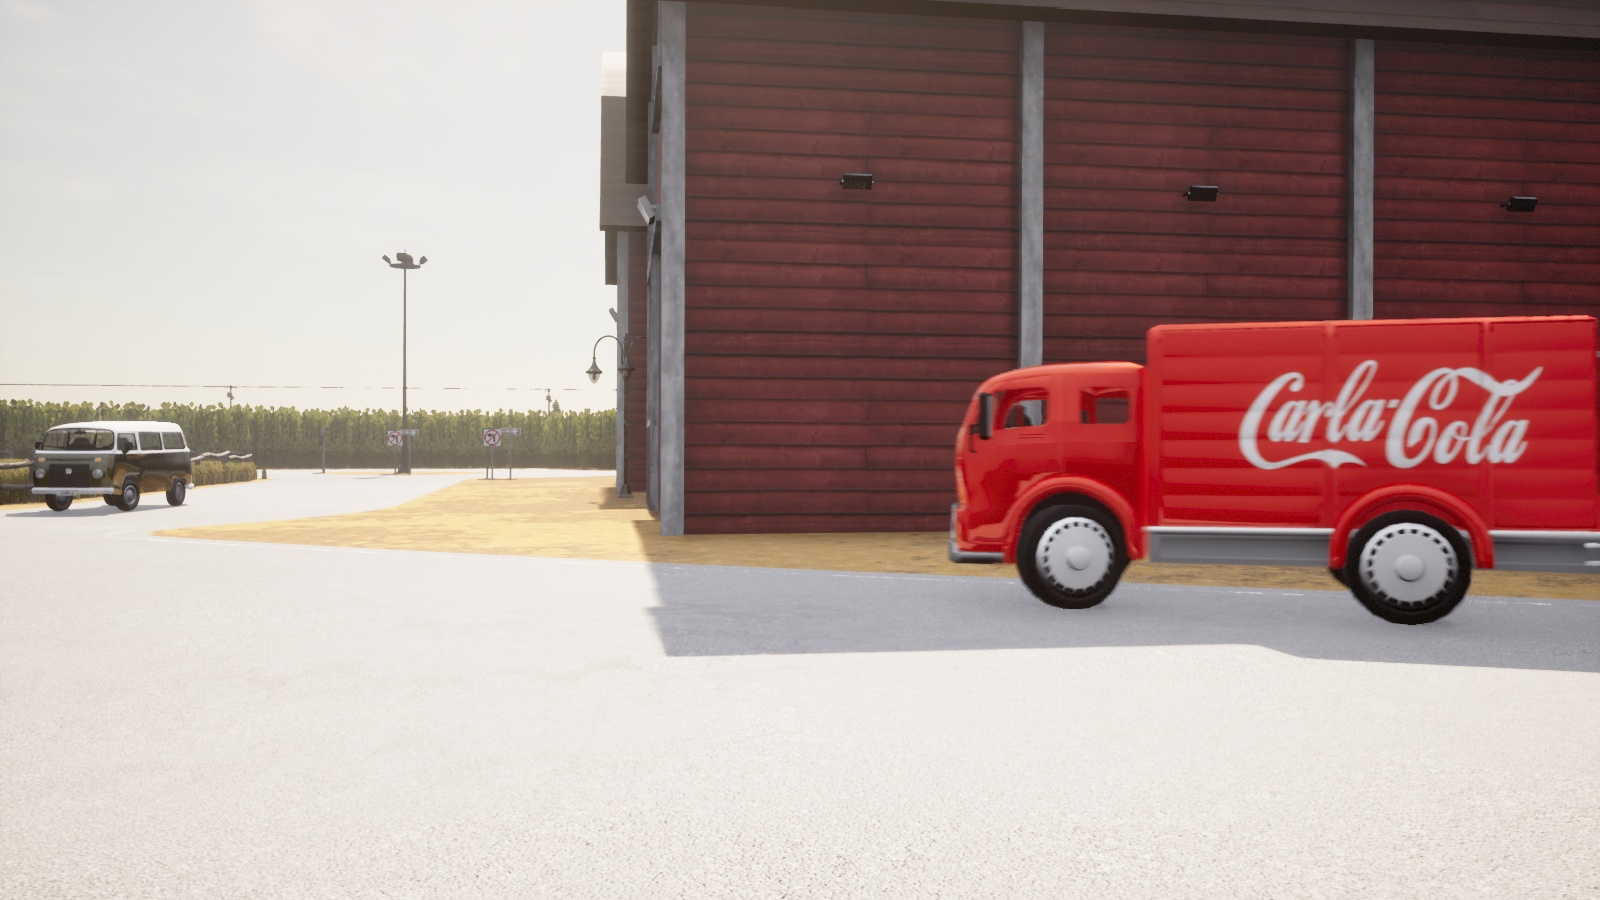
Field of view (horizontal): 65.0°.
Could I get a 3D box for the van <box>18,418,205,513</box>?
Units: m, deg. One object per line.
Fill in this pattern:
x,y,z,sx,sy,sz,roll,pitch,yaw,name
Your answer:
-15.876,0.318,29.253,2.069,2.038,4.480,0,0,-3,van

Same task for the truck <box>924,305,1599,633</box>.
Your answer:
3.965,0.166,11.460,5.204,2.467,2.627,0,-1,17,truck
